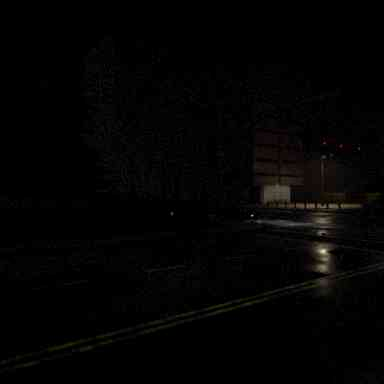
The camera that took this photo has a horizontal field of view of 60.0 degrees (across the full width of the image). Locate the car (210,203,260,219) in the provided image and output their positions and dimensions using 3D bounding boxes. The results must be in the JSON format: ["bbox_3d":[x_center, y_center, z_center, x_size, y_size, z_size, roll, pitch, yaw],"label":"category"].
[{"bbox_3d":[3.678,1.601,28.872,1.895,1.301,4.718,0,0,-34],"label":"car"}]

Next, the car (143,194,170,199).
[{"bbox_3d":[-4.076,1.223,39.808,2.150,2.045,5.566,0,0,-36],"label":"car"}]
